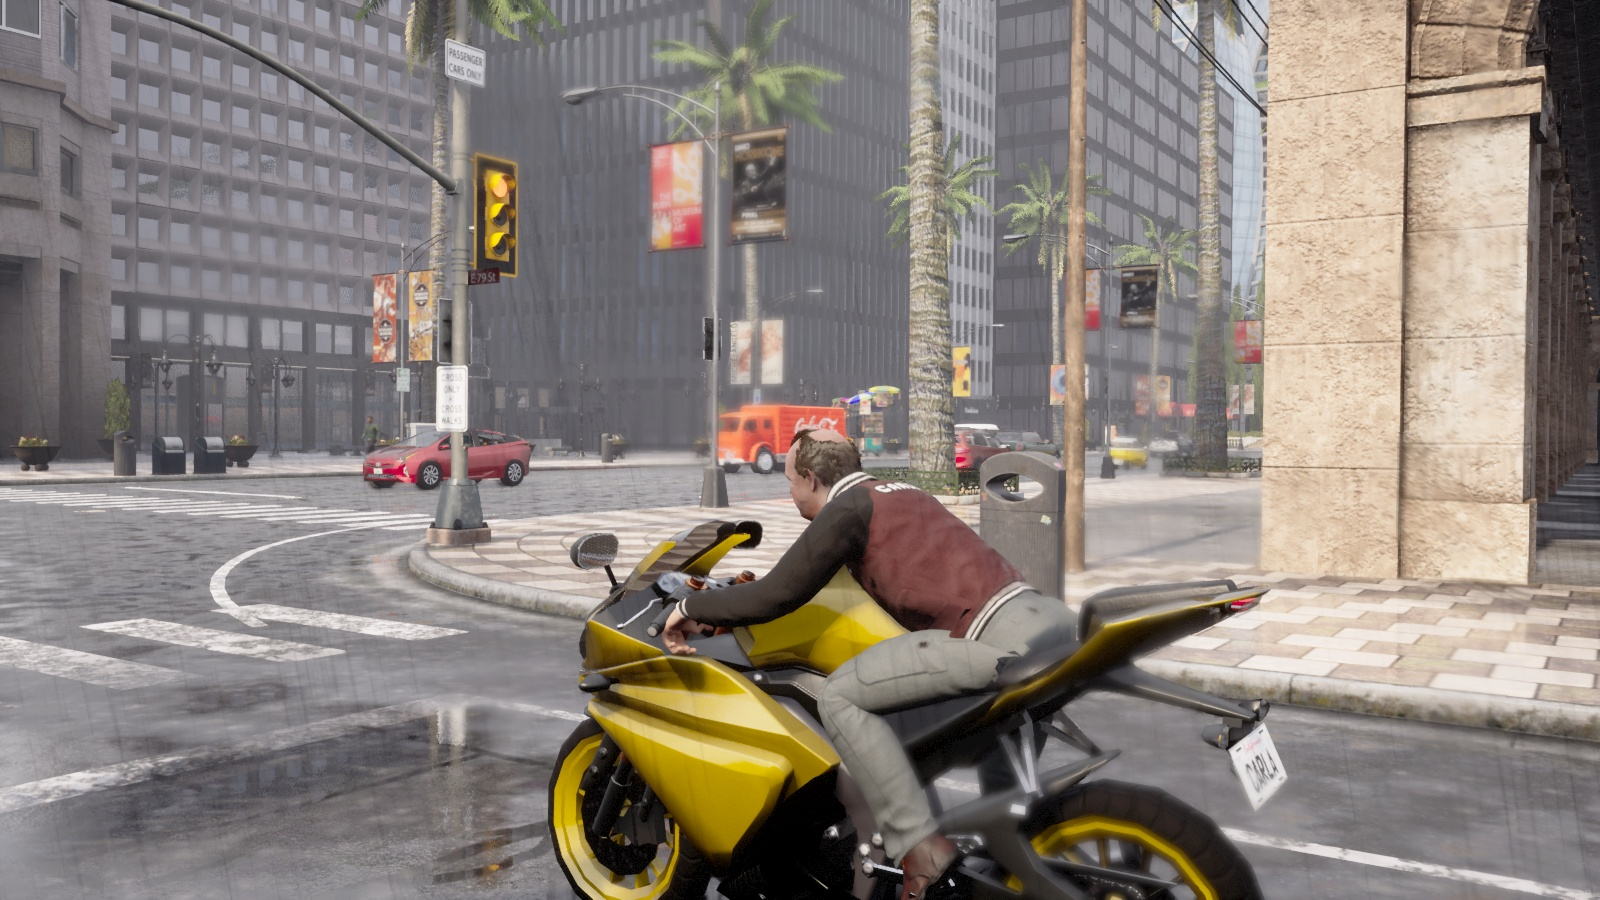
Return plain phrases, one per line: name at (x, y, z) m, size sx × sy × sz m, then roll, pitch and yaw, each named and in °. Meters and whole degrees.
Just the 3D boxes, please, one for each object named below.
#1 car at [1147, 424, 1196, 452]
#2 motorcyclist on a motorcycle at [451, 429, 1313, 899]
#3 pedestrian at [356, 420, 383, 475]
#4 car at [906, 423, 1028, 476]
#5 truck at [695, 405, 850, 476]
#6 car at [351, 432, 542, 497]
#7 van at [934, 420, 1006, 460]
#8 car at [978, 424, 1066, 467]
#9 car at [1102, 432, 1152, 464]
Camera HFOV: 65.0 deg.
car at (24.974, -0.830, 84.397) m, size 1.932 × 1.855 × 4.605 m, roll 0°, pitch 1°, yaw 33°
motorcyclist on a motorcycle at (0.146, 0.718, 3.421) m, size 2.191 × 1.530 × 0.866 m, roll 0°, pitch 1°, yaw 33°
pedestrian at (-15.318, -0.083, 44.691) m, size 0.423 × 1.949 × 0.788 m, roll 0°, pitch 1°, yaw 34°
car at (5.622, -0.046, 41.772) m, size 2.242 × 1.667 × 4.611 m, roll 0°, pitch 1°, yaw 33°
truck at (-0.950, -0.373, 45.862) m, size 5.204 × 2.467 × 2.627 m, roll -1°, pitch 1°, yaw -44°
car at (-8.995, 0.318, 32.343) m, size 2.007 × 1.525 × 4.514 m, roll 0°, pitch 1°, yaw 33°
van at (8.975, -0.528, 66.049) m, size 2.069 × 2.038 × 4.480 m, roll 0°, pitch 1°, yaw 33°
car at (9.602, -0.236, 54.129) m, size 2.097 × 1.767 × 4.553 m, roll 0°, pitch 1°, yaw 33°
car at (14.313, -0.094, 54.960) m, size 1.481 × 1.376 × 2.207 m, roll 0°, pitch 1°, yaw 33°
